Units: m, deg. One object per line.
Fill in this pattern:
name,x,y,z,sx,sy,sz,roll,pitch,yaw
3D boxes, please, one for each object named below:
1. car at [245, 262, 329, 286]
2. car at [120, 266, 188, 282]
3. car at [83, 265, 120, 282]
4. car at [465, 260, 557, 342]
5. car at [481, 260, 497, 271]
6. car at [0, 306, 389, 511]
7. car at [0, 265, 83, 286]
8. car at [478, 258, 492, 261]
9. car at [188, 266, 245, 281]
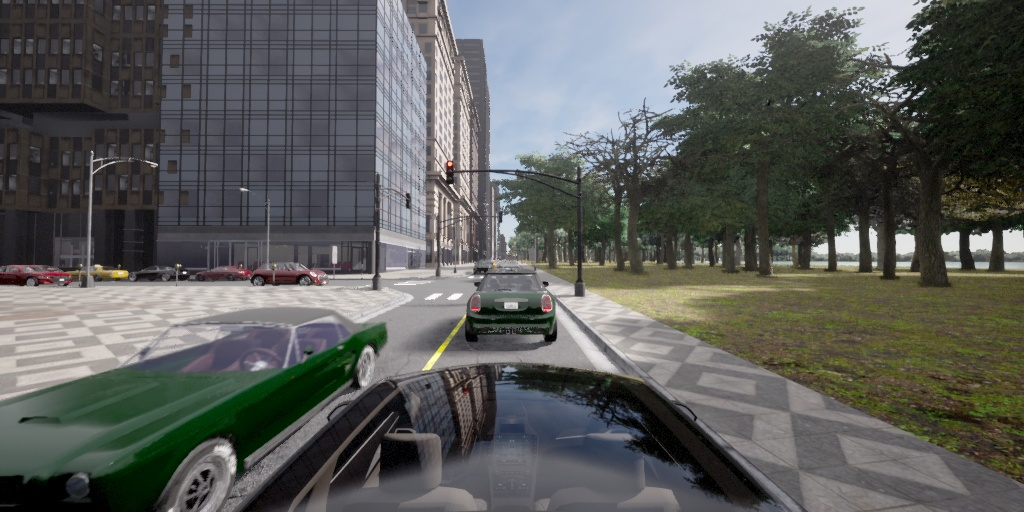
car,-13.599,1.119,22.174,4.097,1.591,1.967,0,0,-1
car,-30.061,1.480,30.626,4.313,1.339,1.948,0,0,0
car,-35.719,1.443,30.601,4.829,1.417,1.751,0,0,0
car,-0.010,1.108,9.968,2.097,1.767,4.553,0,0,0
car,-3.237,1.346,51.629,1.882,1.535,5.008,0,0,0
car,-3.109,1.352,4.115,1.895,1.301,4.718,0,0,0
car,-30.030,1.234,22.103,4.507,1.381,1.888,0,0,0
car,-3.218,1.180,41.241,2.097,1.767,4.553,0,0,0
car,-24.575,1.493,30.649,4.207,1.307,1.802,0,0,0
